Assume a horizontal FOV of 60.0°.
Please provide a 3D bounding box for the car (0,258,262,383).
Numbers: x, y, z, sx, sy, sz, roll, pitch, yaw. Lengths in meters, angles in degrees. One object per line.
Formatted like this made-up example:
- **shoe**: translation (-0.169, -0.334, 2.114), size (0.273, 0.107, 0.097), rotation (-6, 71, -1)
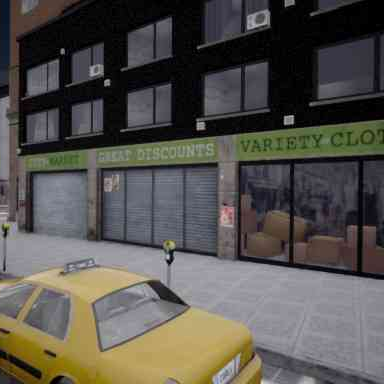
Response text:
- **car**: translation (-1.579, 1.524, 4.217), size (4.829, 1.417, 1.752), rotation (0, 1, 35)
